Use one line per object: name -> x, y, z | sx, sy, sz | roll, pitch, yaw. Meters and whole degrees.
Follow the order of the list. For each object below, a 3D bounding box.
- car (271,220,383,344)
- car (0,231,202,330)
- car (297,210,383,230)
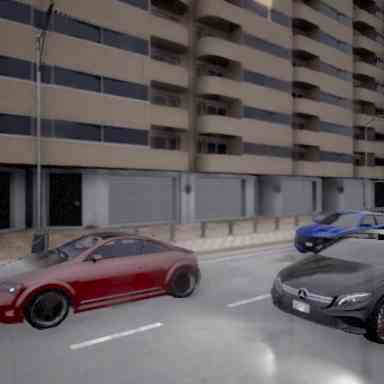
car -> 3.597, 1.507, 6.484 | 4.674, 1.442, 1.812 | 0, 0, -35
car -> -1.854, 1.553, 6.918 | 4.181, 1.385, 1.994 | 0, 0, -34
car -> 5.904, 1.443, 12.342 | 5.008, 1.535, 1.882 | 0, 0, -34
